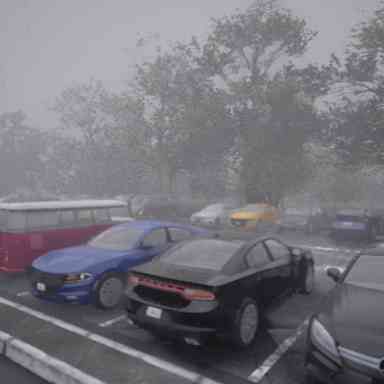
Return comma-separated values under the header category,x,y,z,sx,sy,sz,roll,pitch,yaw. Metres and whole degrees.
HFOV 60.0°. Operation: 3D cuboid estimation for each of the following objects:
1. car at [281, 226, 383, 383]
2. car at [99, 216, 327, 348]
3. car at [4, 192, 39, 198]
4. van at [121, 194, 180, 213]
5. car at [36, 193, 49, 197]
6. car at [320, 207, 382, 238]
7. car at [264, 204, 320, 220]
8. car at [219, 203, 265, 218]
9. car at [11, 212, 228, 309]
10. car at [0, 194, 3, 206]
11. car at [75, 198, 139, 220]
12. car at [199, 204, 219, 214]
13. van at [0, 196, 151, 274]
category,x,y,z,sx,sy,sz,roll,pitch,yaw
car,3.179,1.557,4.966,2.002,1.452,4.674,0,0,36
car,0.913,1.505,6.583,2.097,1.535,5.008,0,0,36
car,-16.454,1.063,35.194,2.435,2.045,5.566,1,1,36
van,-2.857,1.211,25.254,1.878,1.987,4.442,0,0,36
car,-11.921,1.250,31.943,2.185,1.767,4.553,1,0,36
car,8.536,1.532,17.253,2.163,1.488,4.792,0,0,36
car,6.263,1.491,18.858,2.231,1.521,4.892,0,0,36
car,4.000,1.477,20.481,2.097,1.535,5.008,0,0,36
car,-1.341,1.492,8.215,2.097,1.535,5.008,0,0,36
car,-27.696,1.018,43.223,2.231,1.521,4.892,2,1,36
car,-7.206,1.406,28.748,1.946,1.575,5.366,0,0,36
car,1.736,1.504,22.104,2.002,1.452,4.674,0,0,36
van,-3.537,1.254,9.928,1.878,1.987,4.442,0,0,36
